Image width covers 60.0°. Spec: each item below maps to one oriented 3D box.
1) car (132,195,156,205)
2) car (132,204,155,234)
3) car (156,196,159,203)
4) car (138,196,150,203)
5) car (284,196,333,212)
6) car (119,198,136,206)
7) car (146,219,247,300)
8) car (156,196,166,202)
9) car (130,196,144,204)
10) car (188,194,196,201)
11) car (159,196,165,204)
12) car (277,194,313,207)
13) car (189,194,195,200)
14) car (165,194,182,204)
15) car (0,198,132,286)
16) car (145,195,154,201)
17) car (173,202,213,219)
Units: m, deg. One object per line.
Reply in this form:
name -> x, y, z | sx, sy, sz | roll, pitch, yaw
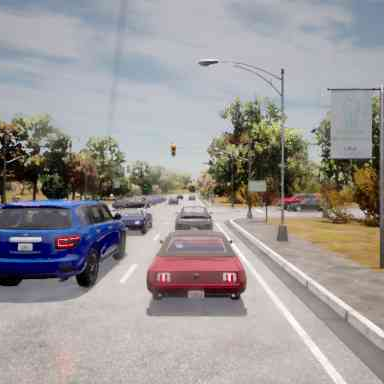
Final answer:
car -> -7.324, 1.491, 40.631 | 4.902, 1.511, 2.128 | 0, 0, -44
car -> -3.398, 1.601, 19.261 | 1.895, 1.301, 4.718 | 0, 0, 0
car -> -7.074, 1.526, 56.137 | 1.812, 1.442, 4.674 | 0, 0, 0
car -> -10.490, 1.552, 72.530 | 1.994, 1.385, 4.181 | 0, 0, 0
car -> 13.401, 1.505, 37.865 | 4.892, 1.490, 1.837 | 0, 0, 3
car -> -10.580, 1.601, 54.771 | 1.895, 1.301, 4.718 | 0, 0, 0
car -> 0.104, 1.601, 8.353 | 1.895, 1.301, 4.718 | 0, 0, 0
car -> -6.990, 1.595, 75.772 | 1.895, 1.301, 4.718 | 0, 0, 0
car -> -10.538, 1.525, 63.806 | 1.812, 1.442, 4.674 | 0, 0, 1
car -> 0.011, 1.533, 85.090 | 2.033, 1.411, 5.357 | 0, 0, 0
car -> -7.023, 1.477, 65.467 | 1.882, 1.535, 5.008 | 0, 0, 1
car -> 13.448, 1.221, 41.382 | 5.566, 2.045, 2.150 | 0, 0, 4
car -> 0.013, 1.360, 95.509 | 1.882, 1.535, 5.008 | 0, 0, 0
car -> -3.379, 1.547, 62.270 | 2.033, 1.411, 5.357 | 0, 0, 0
car -> -3.403, 1.221, 9.507 | 2.150, 2.045, 5.566 | 0, 0, 0
car -> -10.489, 1.523, 82.558 | 1.812, 1.442, 4.674 | 0, 0, 0
car -> 0.103, 1.491, 17.623 | 2.128, 1.511, 4.902 | 0, 0, 0
